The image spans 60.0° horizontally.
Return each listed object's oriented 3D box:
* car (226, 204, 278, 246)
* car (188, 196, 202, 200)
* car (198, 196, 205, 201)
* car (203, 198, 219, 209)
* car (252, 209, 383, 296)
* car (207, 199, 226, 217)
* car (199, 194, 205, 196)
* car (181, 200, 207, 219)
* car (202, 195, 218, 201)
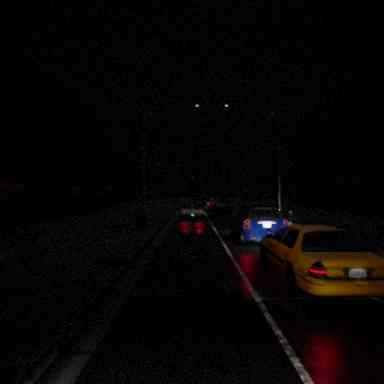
[{"bbox_3d":[2.993,1.360,15.419,2.097,1.767,4.553,0,0,0],"label":"car"},{"bbox_3d":[0.088,1.607,45.229,1.994,1.385,4.181,0,0,0],"label":"car"},{"bbox_3d":[2.658,1.747,90.056,1.802,1.307,4.206,-1,0,0],"label":"car"},{"bbox_3d":[2.645,1.613,47.480,1.947,1.339,4.313,-1,0,0],"label":"car"},{"bbox_3d":[3.028,1.458,8.639,1.801,1.575,5.366,0,0,0],"label":"car"},{"bbox_3d":[2.640,1.602,31.272,1.802,1.307,4.206,-1,0,0],"label":"car"},{"bbox_3d":[2.643,1.374,52.883,2.192,1.841,5.009,-1,0,0],"label":"car"},{"bbox_3d":[0.056,1.619,29.304,1.895,1.301,4.718,0,0,0],"label":"car"},{"bbox_3d":[2.641,1.477,42.078,1.967,1.590,4.097,-1,0,0],"label":"car"}]
